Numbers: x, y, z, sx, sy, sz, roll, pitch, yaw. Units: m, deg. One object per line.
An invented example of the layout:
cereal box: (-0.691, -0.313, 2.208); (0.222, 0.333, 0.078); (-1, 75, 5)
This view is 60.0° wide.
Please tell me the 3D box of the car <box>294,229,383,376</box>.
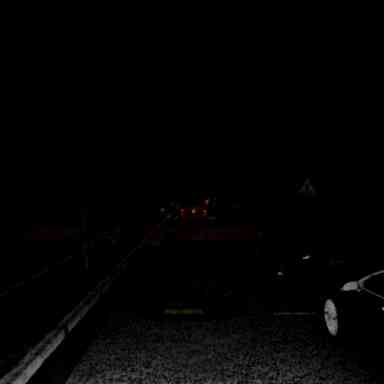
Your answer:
car: (2.999, 1.482, 3.561); (2.231, 1.521, 4.892); (0, 0, 0)

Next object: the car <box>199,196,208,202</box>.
car: (3.019, 1.731, 86.255); (2.231, 1.521, 4.892); (0, 0, 0)

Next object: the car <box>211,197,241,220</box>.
car: (3.008, 1.514, 31.047); (2.002, 1.452, 4.674); (0, 0, 0)

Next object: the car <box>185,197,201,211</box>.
car: (0.115, 1.495, 42.886); (1.882, 1.535, 5.008); (0, 0, 0)

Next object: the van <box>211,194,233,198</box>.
van: (3.011, 1.256, 36.690); (1.878, 1.987, 4.442); (0, 0, 0)

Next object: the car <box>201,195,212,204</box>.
car: (3.022, 1.497, 69.795); (2.185, 1.767, 4.553); (0, 0, 0)

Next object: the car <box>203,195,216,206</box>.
car: (3.018, 1.436, 58.625); (2.185, 1.767, 4.553); (0, 0, 0)

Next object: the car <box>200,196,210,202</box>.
car: (3.025, 1.687, 80.735); (2.231, 1.521, 4.892); (0, 0, 0)

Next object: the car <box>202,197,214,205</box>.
car: (3.020, 1.633, 64.301); (2.002, 1.452, 4.674); (0, 0, 0)

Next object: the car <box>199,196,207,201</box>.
car: (2.908, 1.833, 91.801); (2.002, 1.452, 4.674); (0, -1, -1)

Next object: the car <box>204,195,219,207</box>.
car: (3.016, 1.410, 53.105); (2.185, 1.767, 4.553); (0, 0, 0)

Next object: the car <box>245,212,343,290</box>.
car: (3.001, 1.509, 9.119); (2.163, 1.488, 4.792); (0, 0, 0)

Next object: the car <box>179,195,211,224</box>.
car: (0.109, 1.343, 24.984); (2.097, 1.767, 4.553); (0, 0, 0)
